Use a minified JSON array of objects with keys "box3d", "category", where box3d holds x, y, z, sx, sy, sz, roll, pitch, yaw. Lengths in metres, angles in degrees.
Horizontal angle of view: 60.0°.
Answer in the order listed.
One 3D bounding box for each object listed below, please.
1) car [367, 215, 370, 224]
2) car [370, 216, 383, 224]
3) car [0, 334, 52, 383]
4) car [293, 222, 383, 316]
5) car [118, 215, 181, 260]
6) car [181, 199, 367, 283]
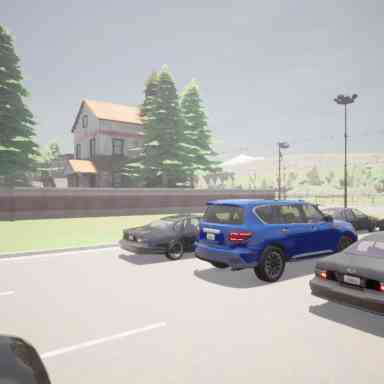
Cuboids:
[{"box3d":[8.237,1.548,18.227,5.357,1.411,2.033,0,0,-36],"category":"car"},{"box3d":[10.676,1.505,15.669,4.892,1.490,1.837,0,0,-35],"category":"car"},{"box3d":[-2.914,1.564,1.797,4.181,1.385,1.994,0,0,-34],"category":"car"},{"box3d":[4.765,1.547,7.152,5.357,1.411,2.033,0,0,-36],"category":"car"},{"box3d":[0.039,1.547,12.377,5.357,1.411,2.033,0,0,-35],"category":"car"},{"box3d":[2.660,1.221,9.952,5.566,2.045,2.150,0,0,-35],"category":"car"}]
